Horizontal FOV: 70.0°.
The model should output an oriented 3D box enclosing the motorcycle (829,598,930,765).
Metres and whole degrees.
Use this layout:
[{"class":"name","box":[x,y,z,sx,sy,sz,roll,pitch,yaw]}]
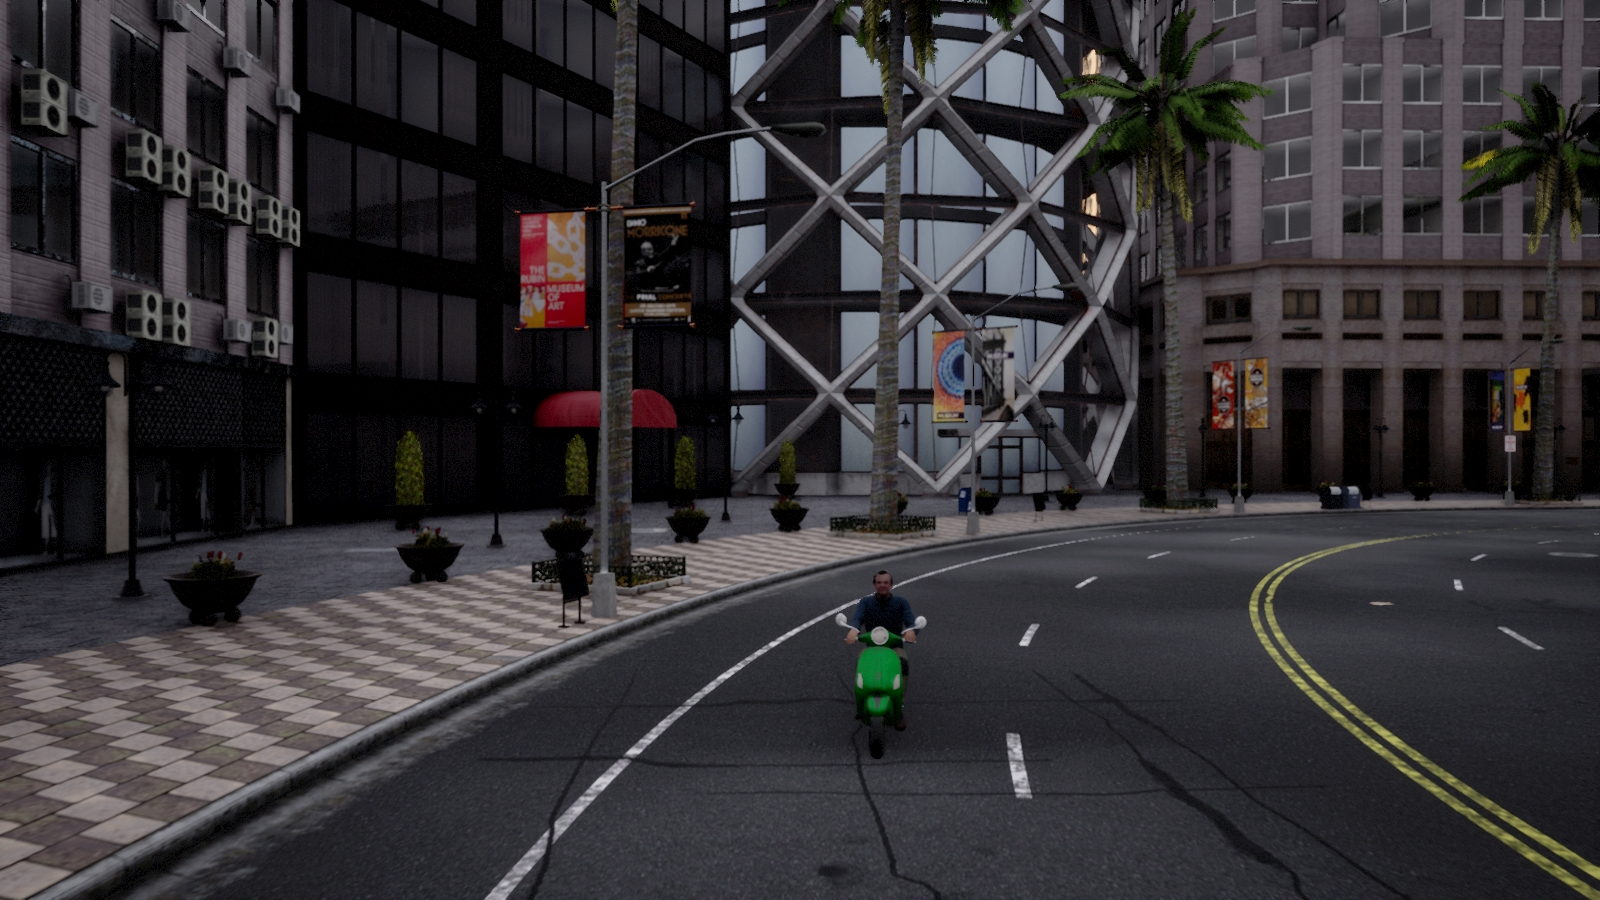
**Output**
[{"class":"motorcycle","box":[0.809,2.182,11.097,0.856,1.236,1.805,0,0,8]}]
